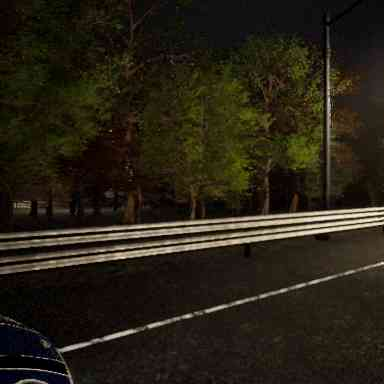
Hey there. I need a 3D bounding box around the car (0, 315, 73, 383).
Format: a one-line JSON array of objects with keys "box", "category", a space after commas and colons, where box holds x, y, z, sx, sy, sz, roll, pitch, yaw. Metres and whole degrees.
[{"box": [-2.929, 1.359, 1.663, 4.553, 1.767, 2.097, 0, 0, -35], "category": "car"}]
